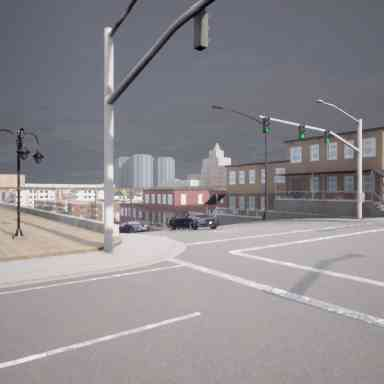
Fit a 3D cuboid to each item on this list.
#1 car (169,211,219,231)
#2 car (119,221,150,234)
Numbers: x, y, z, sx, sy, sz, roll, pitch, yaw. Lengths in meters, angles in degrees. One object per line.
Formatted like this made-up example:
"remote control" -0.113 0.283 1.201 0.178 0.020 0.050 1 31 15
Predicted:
"car" 0.061 2.054 24.187 1.994 1.385 4.181 0 -4 -36
"car" -5.810 3.504 32.153 1.812 1.442 4.674 0 -12 -37
